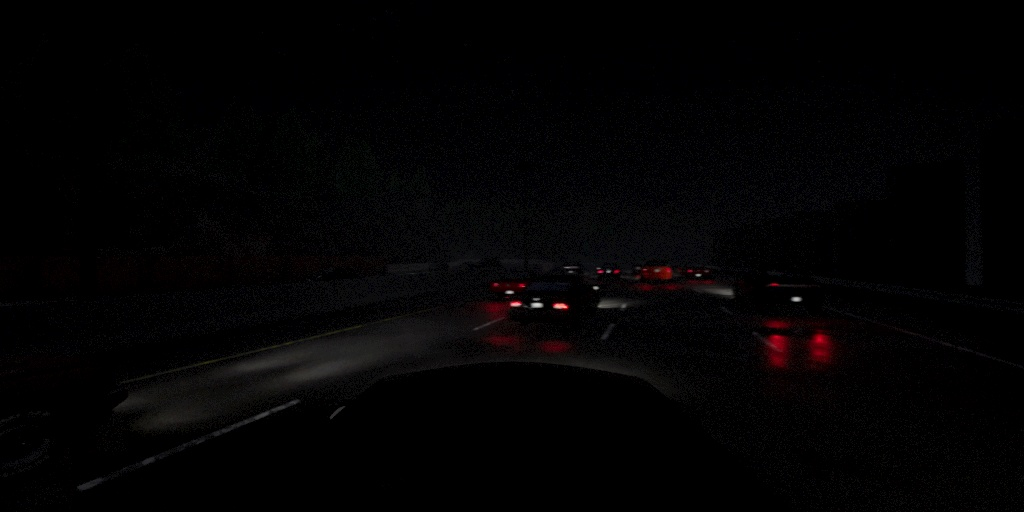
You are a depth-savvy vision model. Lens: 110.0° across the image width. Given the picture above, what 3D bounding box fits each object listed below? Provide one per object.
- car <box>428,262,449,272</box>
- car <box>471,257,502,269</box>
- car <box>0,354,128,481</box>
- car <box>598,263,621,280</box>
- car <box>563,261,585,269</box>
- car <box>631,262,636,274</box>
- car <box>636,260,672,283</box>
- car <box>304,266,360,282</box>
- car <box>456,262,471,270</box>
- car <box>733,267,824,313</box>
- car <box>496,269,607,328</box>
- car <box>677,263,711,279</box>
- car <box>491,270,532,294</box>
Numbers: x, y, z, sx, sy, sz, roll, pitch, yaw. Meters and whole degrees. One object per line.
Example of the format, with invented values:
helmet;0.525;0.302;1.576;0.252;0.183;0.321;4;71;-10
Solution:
car;-11.129;1.612;54.634;2.128;1.511;4.902;-1;0;10
car;-2.790;1.166;44.002;2.150;2.045;5.566;-1;0;14
car;-6.001;1.430;2.271;1.895;1.301;4.718;-1;0;23
car;8.365;1.299;30.825;2.033;1.411;5.357;-1;0;16
car;6.186;1.290;36.102;2.128;1.511;4.902;-1;0;15
car;14.328;1.309;39.776;1.895;1.301;4.718;-1;0;14
car;11.060;1.059;27.812;2.097;1.767;4.553;-1;0;18
car;-14.468;1.564;29.131;1.812;1.442;4.674;-1;0;19
car;-5.704;1.485;46.876;2.128;1.511;4.902;-1;0;13
car;9.918;1.159;13.701;2.128;1.511;4.902;-1;0;21
car;1.590;1.314;11.582;2.033;1.411;5.357;-1;0;22
car;15.766;1.259;31.322;1.895;1.301;4.718;-1;0;16
car;0.645;1.406;18.825;1.895;1.301;4.718;-1;0;20
